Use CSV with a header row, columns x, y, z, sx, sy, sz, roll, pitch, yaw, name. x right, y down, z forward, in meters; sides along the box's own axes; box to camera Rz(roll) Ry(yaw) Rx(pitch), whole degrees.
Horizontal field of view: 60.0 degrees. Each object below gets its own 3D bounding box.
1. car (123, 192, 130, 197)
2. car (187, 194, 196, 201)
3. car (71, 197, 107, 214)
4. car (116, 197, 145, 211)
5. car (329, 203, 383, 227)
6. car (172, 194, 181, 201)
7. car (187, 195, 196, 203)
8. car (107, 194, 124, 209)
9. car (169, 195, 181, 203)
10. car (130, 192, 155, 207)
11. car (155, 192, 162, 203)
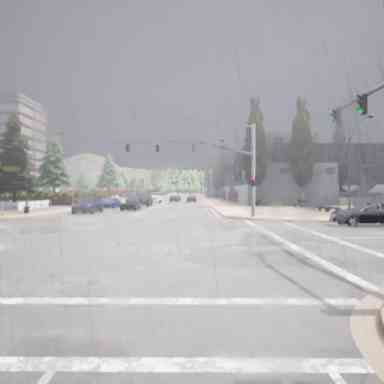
x,y,z,sx,sy,sz,roll,pitch,yaw,name
-10.606,1.254,60.525,2.097,1.767,4.553,0,0,0,car
-0.078,1.285,77.095,1.994,1.385,4.181,0,0,0,car
-10.692,1.297,34.220,2.097,1.767,4.553,0,0,2,car
-7.123,1.539,38.914,1.895,1.301,4.718,0,0,0,car
11.526,1.457,21.596,4.902,1.511,2.128,0,0,-1,car
-3.578,1.285,77.091,1.994,1.385,4.181,0,0,0,car
-0.067,1.371,66.725,1.882,1.535,5.008,0,0,0,car
-10.634,1.408,43.351,1.882,1.535,5.008,0,1,0,car
-3.567,1.398,66.721,1.837,1.490,4.892,0,0,0,car
-7.124,1.143,48.651,2.150,2.045,5.566,0,0,0,car
-7.086,1.118,64.391,2.150,2.045,5.566,0,0,0,car
